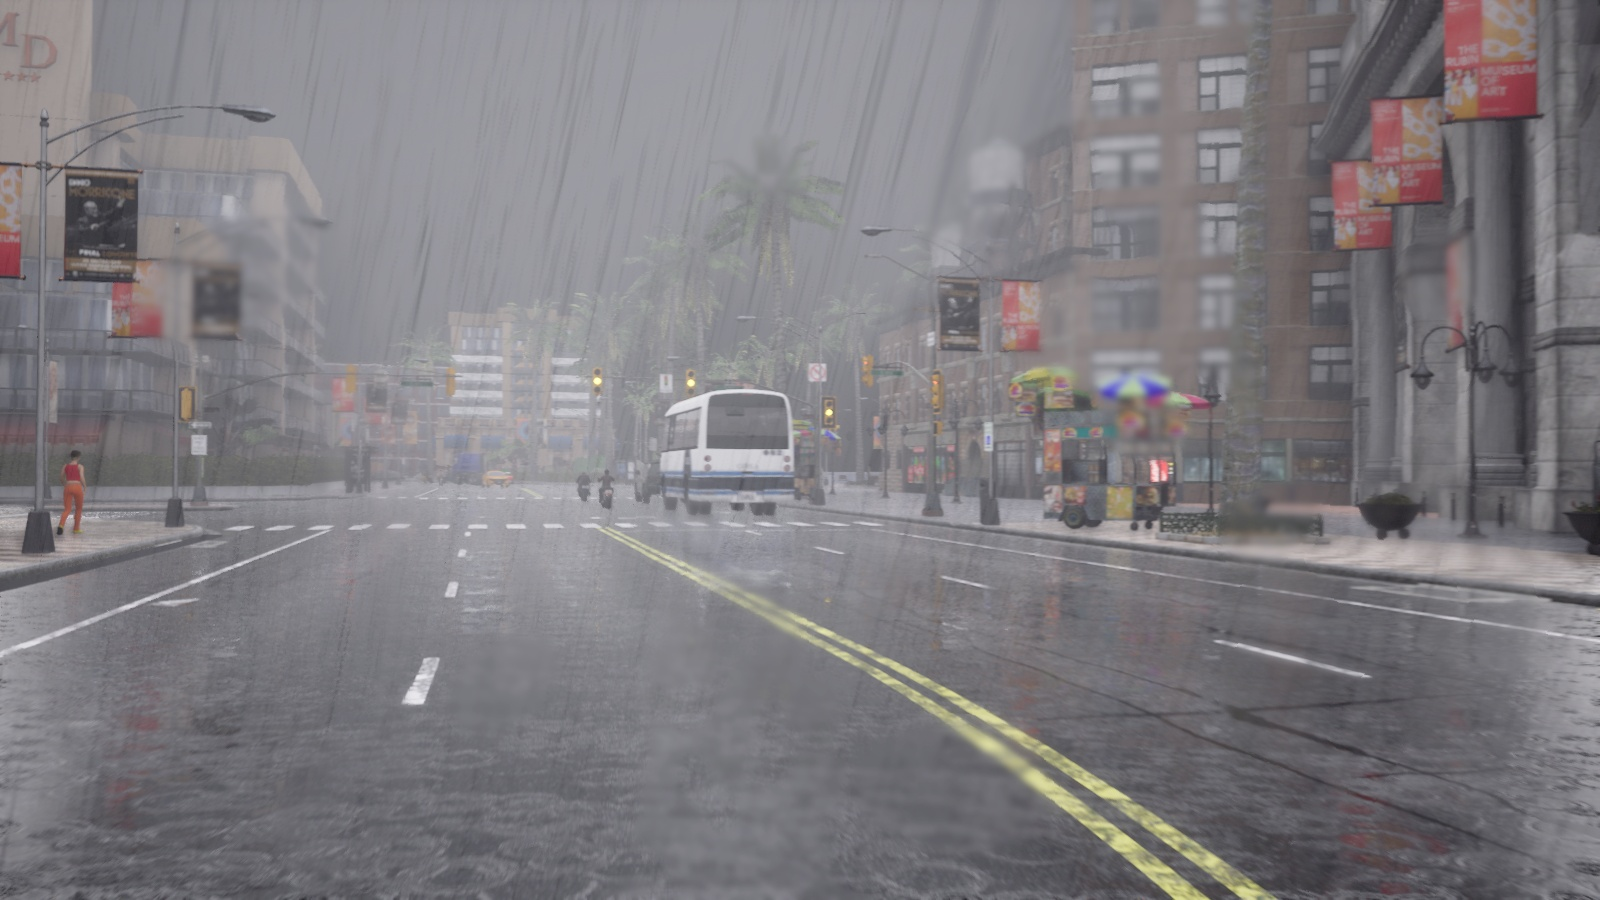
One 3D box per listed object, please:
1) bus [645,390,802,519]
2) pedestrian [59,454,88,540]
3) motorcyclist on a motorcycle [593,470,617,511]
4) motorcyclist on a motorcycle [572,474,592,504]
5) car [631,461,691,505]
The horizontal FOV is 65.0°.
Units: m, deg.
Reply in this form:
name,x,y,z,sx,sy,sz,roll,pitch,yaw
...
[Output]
name,x,y,z,sx,sy,sz,roll,pitch,yaw
bus,-3.123,0.234,46.618,3.944,4.253,10.273,0,-1,-14
pedestrian,-15.741,1.003,27.214,0.345,1.836,0.594,0,-1,-8
motorcyclist on a motorcycle,-8.109,1.677,52.096,0.766,1.649,2.350,0,-1,-14
motorcyclist on a motorcycle,-11.116,1.976,64.047,0.866,1.530,2.191,0,-1,-14
car,-6.856,1.596,61.461,2.150,2.045,5.566,0,-1,-14
